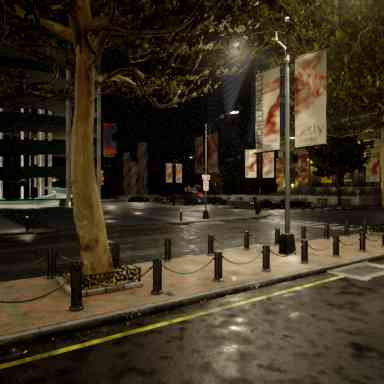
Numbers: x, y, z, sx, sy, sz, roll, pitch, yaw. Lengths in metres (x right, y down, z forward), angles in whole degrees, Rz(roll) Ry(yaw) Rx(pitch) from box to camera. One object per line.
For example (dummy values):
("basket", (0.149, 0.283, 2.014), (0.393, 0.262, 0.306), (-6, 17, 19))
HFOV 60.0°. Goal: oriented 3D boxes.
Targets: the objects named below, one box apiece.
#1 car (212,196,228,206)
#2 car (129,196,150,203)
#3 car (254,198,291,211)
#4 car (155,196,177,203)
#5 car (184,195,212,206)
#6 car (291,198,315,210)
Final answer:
("car", (3.988, 1.504, 55.703), (1.837, 1.490, 4.892), (0, 0, -36))
("car", (-10.733, 1.477, 67.754), (5.008, 1.535, 1.882), (0, 0, 39))
("car", (9.717, 1.565, 41.565), (1.994, 1.385, 4.181), (0, 0, -35))
("car", (-5.364, 1.546, 67.899), (5.357, 1.411, 2.033), (0, 0, 44))
("car", (0.655, 1.351, 54.324), (2.097, 1.767, 4.553), (0, 0, -36))
("car", (13.296, 1.493, 42.565), (2.128, 1.511, 4.902), (0, 0, -35))
